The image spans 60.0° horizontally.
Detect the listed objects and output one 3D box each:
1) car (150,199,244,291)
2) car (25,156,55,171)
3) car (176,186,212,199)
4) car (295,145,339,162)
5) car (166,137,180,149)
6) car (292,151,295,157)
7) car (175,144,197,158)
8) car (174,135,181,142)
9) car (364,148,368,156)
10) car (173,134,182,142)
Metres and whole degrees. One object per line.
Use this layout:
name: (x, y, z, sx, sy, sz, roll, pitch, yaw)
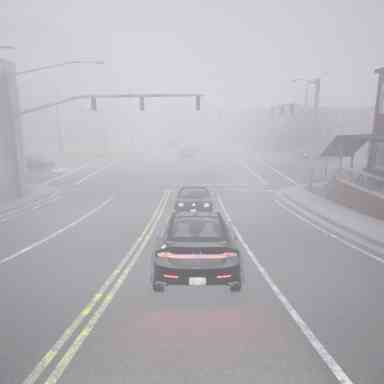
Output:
car: (0.102, 1.221, 8.333, 2.128, 1.511, 4.902, 0, 4, 0)
car: (-16.565, -3.005, 34.633, 4.181, 1.385, 1.994, 0, 12, 0)
car: (0.091, 0.329, 18.038, 1.895, 1.301, 4.718, 0, 8, 0)
car: (15.819, -4.735, 41.502, 4.553, 1.767, 2.097, 0, 12, 0)
car: (-3.546, -8.504, 59.351, 1.837, 1.490, 4.892, 0, 12, 0)
car: (15.986, -5.487, 44.919, 4.553, 1.767, 2.097, 0, 12, 0)
car: (-0.504, -5.681, 46.790, 1.994, 1.385, 4.181, 3, 13, 11)
car: (-3.473, -10.615, 69.174, 1.994, 1.385, 4.181, 0, 12, 0)
car: (26.313, -5.607, 44.854, 5.566, 2.045, 2.150, 0, 12, 0)
car: (-3.469, -12.832, 79.005, 1.837, 1.490, 4.892, 0, 12, 0)
